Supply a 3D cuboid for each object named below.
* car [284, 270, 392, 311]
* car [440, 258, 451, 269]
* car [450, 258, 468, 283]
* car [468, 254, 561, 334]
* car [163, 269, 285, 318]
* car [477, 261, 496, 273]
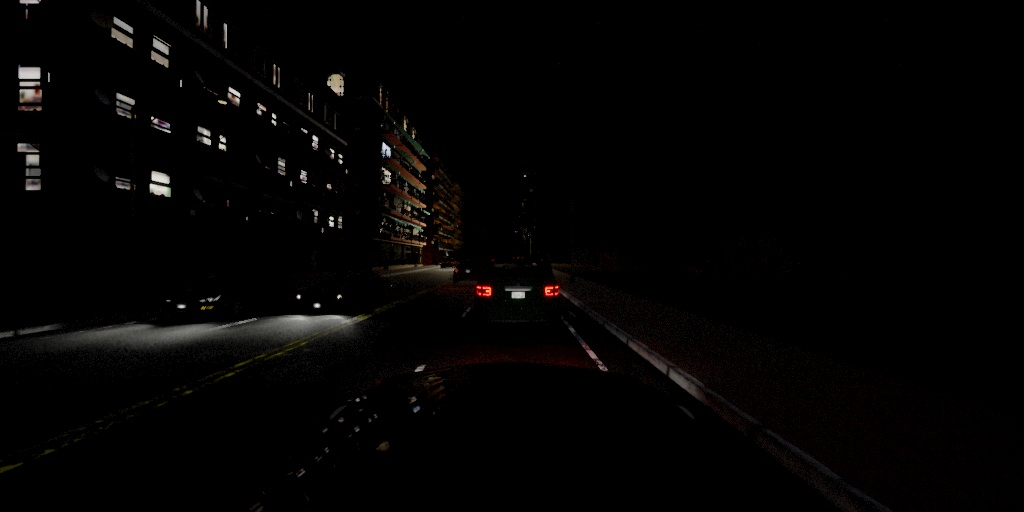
[{"bbox_3d":[-6.601,1.299,14.795,2.033,1.411,5.357,0,0,0],"label":"car"},{"bbox_3d":[-9.826,1.102,55.551,2.097,1.767,4.553,0,0,0],"label":"car"},{"bbox_3d":[-3.146,1.105,27.629,2.097,1.767,4.553,0,0,0],"label":"car"},{"bbox_3d":[0.104,0.973,10.765,2.150,2.045,5.566,0,0,-1],"label":"car"},{"bbox_3d":[-9.850,1.256,13.111,1.837,1.490,4.892,0,0,0],"label":"car"},{"bbox_3d":[-3.146,1.313,44.850,1.994,1.385,4.181,0,0,1],"label":"car"}]
